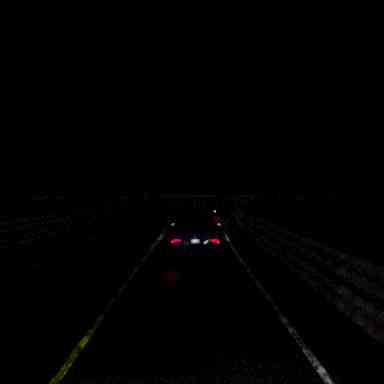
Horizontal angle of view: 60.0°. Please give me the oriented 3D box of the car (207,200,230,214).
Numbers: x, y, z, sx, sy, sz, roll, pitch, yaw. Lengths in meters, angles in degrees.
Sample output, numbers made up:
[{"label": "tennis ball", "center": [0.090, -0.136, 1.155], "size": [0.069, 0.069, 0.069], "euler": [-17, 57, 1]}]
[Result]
[{"label": "car", "center": [2.717, 1.561, 34.058], "size": [1.837, 1.490, 4.892], "euler": [-1, 0, 13]}]

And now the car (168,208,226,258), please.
[{"label": "car", "center": [0.160, 1.571, 12.773], "size": [2.033, 1.411, 5.357], "euler": [0, 0, 1]}]
